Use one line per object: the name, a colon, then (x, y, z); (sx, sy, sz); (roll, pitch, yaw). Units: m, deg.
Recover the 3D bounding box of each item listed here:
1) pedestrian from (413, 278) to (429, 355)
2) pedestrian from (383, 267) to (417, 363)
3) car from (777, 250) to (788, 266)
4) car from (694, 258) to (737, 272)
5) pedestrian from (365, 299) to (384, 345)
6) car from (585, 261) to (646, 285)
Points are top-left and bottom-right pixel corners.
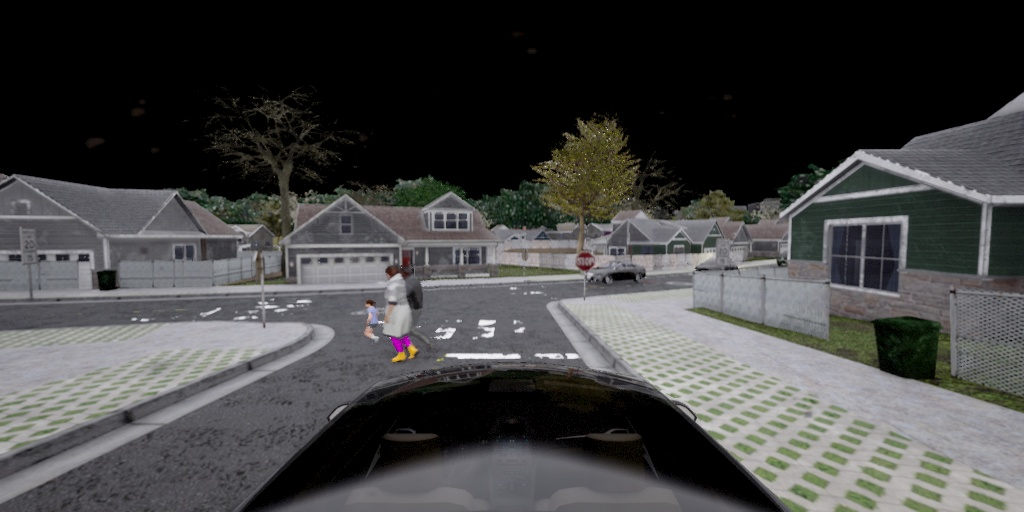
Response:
pedestrian: (-2.071, 1.062, 7.487); (0.375, 1.860, 0.375); (-3, 3, 0)
pedestrian: (-2.146, 1.060, 6.767); (0.375, 1.860, 0.375); (-3, 3, 0)
car: (34.965, 0.234, 44.553); (5.566, 2.045, 2.150); (-2, 3, -38)
car: (18.176, 0.957, 31.872); (4.892, 1.490, 1.837); (-2, 4, -34)
pedestrian: (-3.129, 1.444, 8.106); (0.500, 1.100, 0.500); (-3, 3, 0)
car: (7.231, 1.124, 25.067); (4.902, 1.511, 2.128); (-1, 3, -30)
